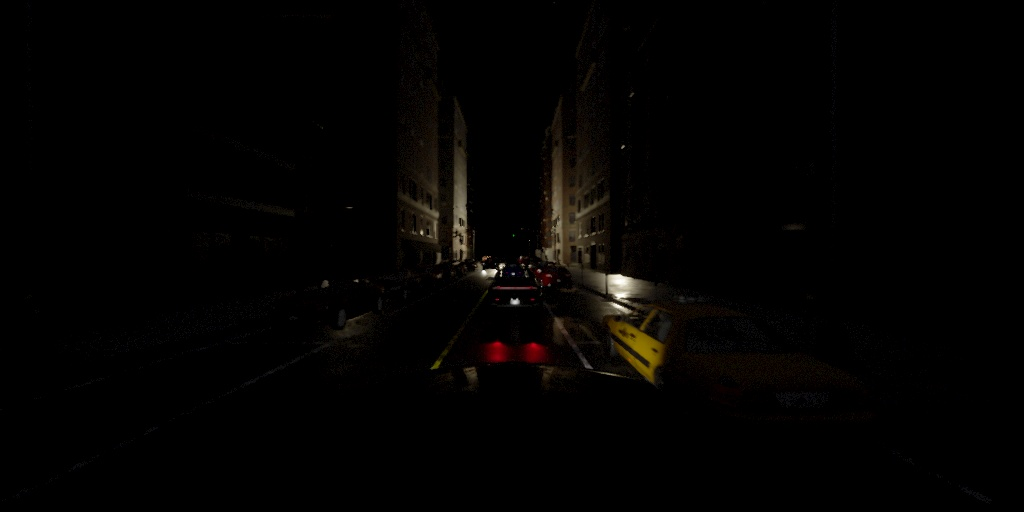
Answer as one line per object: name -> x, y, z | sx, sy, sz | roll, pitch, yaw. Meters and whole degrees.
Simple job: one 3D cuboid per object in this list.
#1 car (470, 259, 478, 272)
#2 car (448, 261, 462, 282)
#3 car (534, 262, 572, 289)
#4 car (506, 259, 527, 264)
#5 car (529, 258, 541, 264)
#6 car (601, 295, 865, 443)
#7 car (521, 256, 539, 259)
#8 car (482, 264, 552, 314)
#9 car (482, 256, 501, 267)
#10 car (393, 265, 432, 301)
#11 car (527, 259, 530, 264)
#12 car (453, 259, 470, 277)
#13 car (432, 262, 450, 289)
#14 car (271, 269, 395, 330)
car -> -5.400, 1.112, 45.171 | 1.967, 1.591, 4.097 | 0, 0, 0
car -> -5.395, 1.270, 28.125 | 1.948, 1.339, 4.313 | 0, 0, 0
car -> 2.631, 1.259, 22.445 | 1.888, 1.381, 4.507 | 0, 0, 0
car -> 0.092, 1.225, 30.520 | 1.812, 1.442, 4.674 | 0, 0, 0
car -> 2.630, 1.144, 28.128 | 1.967, 1.591, 4.097 | 0, 0, 0
car -> 2.636, 1.269, 5.568 | 1.751, 1.417, 4.829 | 0, 0, 0
car -> 2.625, 0.987, 45.174 | 2.192, 1.841, 5.009 | 0, 0, 0
car -> 0.097, 1.221, 13.606 | 2.128, 1.511, 4.902 | 0, 0, 0
car -> -2.780, 1.019, 47.751 | 2.097, 1.767, 4.553 | 0, 0, 0
car -> -5.392, 1.275, 16.760 | 2.007, 1.370, 4.403 | 0, 0, 0
car -> 2.628, 1.239, 33.810 | 1.888, 1.381, 4.507 | 0, 0, 0
car -> -5.397, 1.133, 33.807 | 1.967, 1.591, 4.097 | 0, 0, 0
car -> -5.394, 1.259, 22.443 | 1.888, 1.381, 4.507 | 0, 0, 0
car -> -5.391, 1.279, 11.078 | 1.888, 1.381, 4.507 | 0, 0, 0
